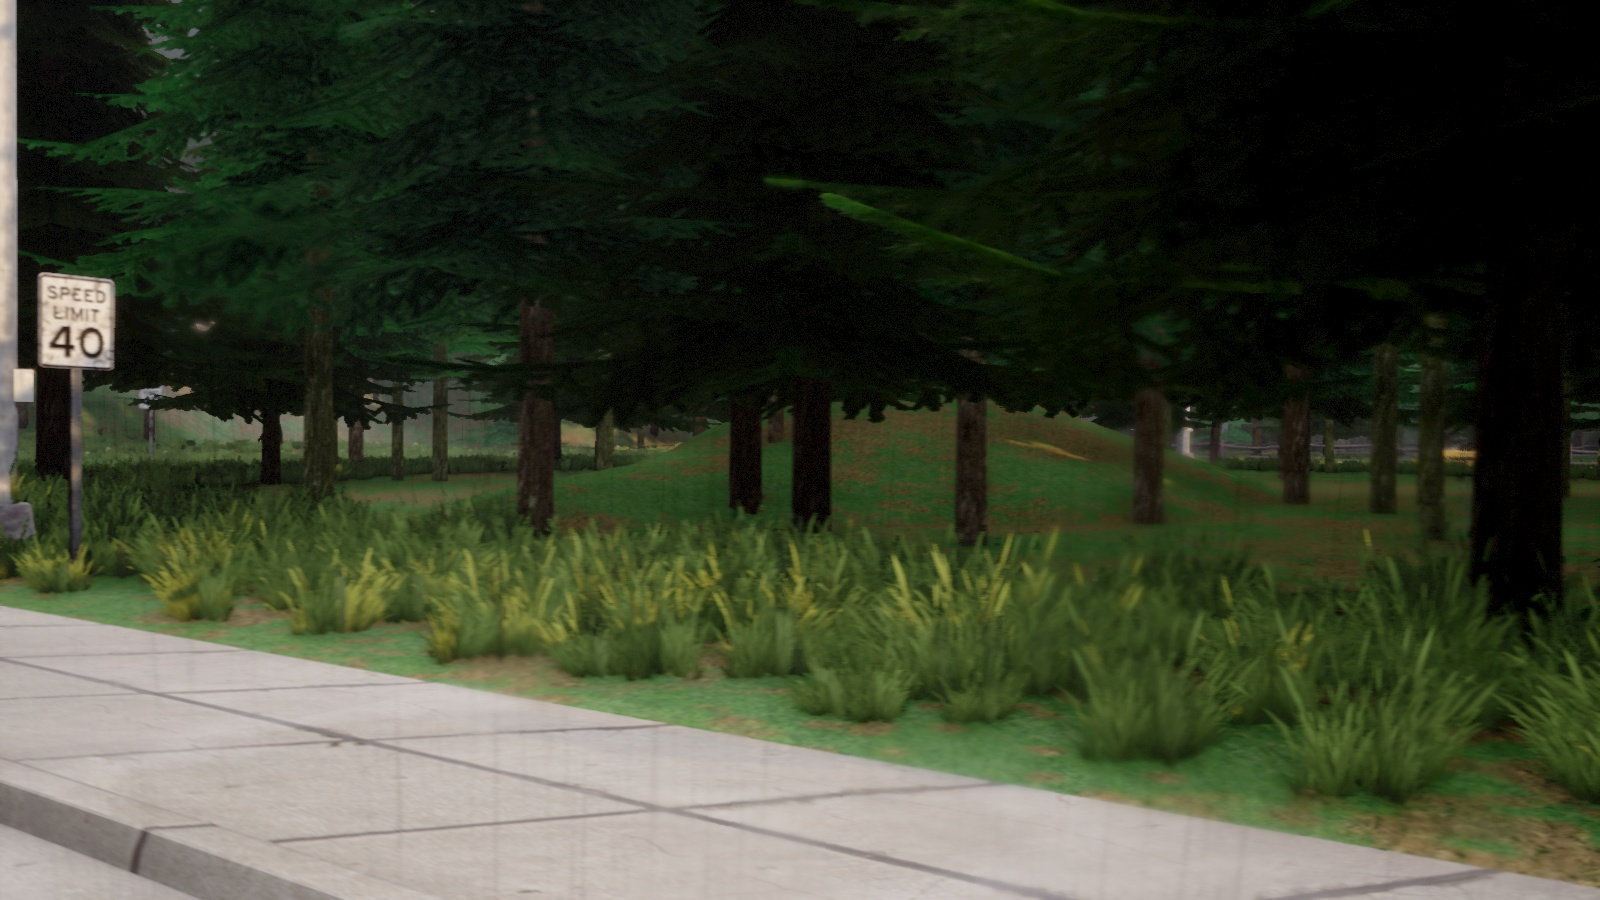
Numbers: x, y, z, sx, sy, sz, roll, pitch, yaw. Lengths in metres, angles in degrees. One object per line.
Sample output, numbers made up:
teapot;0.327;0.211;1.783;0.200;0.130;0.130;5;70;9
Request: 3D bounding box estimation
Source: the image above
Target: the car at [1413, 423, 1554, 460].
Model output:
car;30.398;-0.365;55.897;5.366;1.575;1.801;0;1;34
